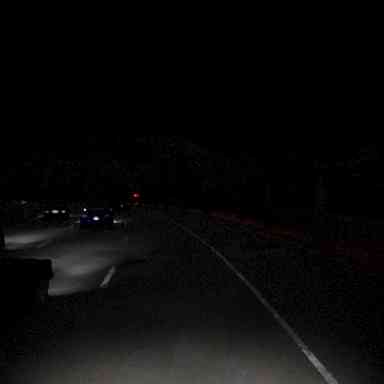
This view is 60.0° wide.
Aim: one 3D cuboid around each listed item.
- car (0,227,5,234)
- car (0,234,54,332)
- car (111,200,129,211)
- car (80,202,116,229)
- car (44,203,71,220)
[{"bbox_3d":[-7.751,1.516,10.600,2.128,1.511,4.902,0,0,-6],"label":"car"},{"bbox_3d":[-3.688,1.610,4.815,1.895,1.301,4.718,0,0,-3],"label":"car"},{"bbox_3d":[-9.235,1.639,41.817,1.994,1.385,4.181,0,0,-24],"label":"car"},{"bbox_3d":[-6.288,1.594,22.268,1.994,1.385,4.181,0,0,-12],"label":"car"},{"bbox_3d":[-11.598,1.610,28.686,2.033,1.411,5.357,0,0,-18],"label":"car"}]
